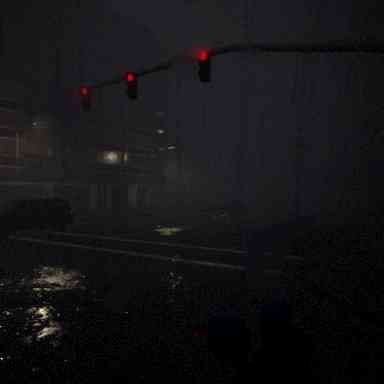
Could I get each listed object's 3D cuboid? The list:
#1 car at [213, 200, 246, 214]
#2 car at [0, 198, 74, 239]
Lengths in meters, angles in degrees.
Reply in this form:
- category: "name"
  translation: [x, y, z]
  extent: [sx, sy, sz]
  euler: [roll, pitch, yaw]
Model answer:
- category: "car"
  translation: [4.515, 1.685, 39.133]
  extent: [2.033, 1.411, 5.357]
  euler: [-1, 0, 35]
- category: "car"
  translation: [-9.511, 1.410, 19.044]
  extent: [2.150, 2.045, 5.566]
  euler: [-1, 0, 35]
